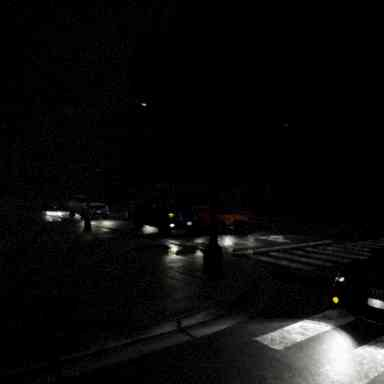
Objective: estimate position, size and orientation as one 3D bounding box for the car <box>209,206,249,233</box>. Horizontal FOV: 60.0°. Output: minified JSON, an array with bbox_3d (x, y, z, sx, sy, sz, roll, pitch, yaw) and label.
[{"bbox_3d":[1.394,1.612,20.949,1.882,1.535,5.008,1,-1,-36],"label":"car"}]

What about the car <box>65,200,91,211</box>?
[{"bbox_3d":[-15.075,1.796,43.815,1.895,1.301,4.718,1,-1,-35],"label":"car"}]

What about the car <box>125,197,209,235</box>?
[{"bbox_3d":[-1.670,1.301,19.692,2.150,2.045,5.566,1,-1,-34],"label":"car"}]

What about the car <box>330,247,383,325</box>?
[{"bbox_3d":[4.582,1.618,6.426,4.181,1.385,1.994,1,-1,-34],"label":"car"}]

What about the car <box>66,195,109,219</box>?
[{"bbox_3d":[-9.522,1.328,30.517,2.150,2.045,5.566,1,-1,-36],"label":"car"}]

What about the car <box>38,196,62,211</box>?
[{"bbox_3d":[-17.935,1.631,42.233,2.128,1.511,4.902,1,-1,-35],"label":"car"}]

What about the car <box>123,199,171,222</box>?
[{"bbox_3d":[-3.911,1.508,28.301,2.097,1.767,4.553,1,-1,-36],"label":"car"}]
